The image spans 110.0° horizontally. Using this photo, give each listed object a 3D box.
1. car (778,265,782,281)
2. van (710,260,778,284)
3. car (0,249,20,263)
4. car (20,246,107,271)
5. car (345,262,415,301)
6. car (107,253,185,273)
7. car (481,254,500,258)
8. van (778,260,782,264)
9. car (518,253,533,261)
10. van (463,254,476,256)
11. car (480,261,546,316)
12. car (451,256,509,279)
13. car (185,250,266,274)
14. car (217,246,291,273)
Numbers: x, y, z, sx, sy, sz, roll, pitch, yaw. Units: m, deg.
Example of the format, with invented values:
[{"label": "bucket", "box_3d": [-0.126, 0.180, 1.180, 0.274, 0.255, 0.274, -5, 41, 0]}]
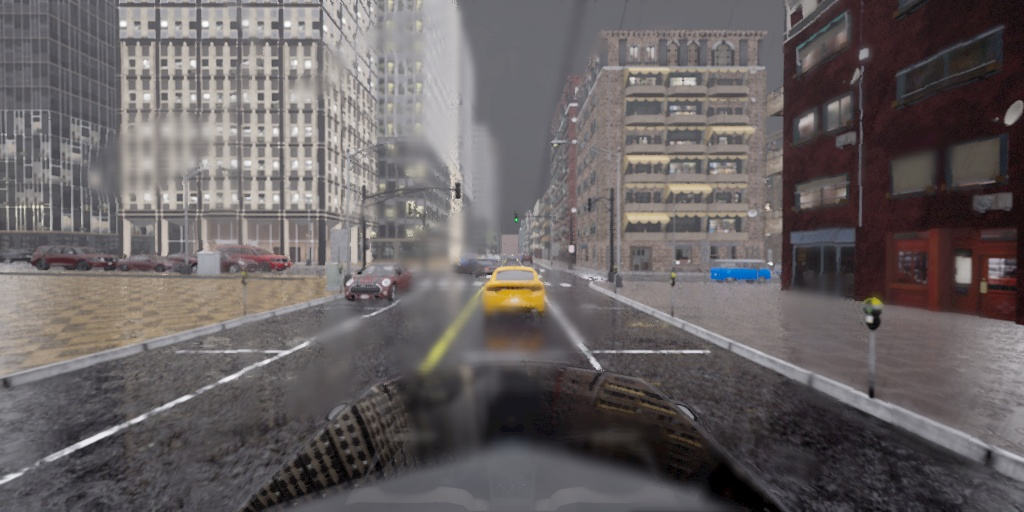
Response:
[{"label": "car", "box_3d": [22.451, 1.498, 26.756, 4.313, 1.339, 1.948, 0, 0, 0]}, {"label": "van", "box_3d": [16.911, 1.168, 26.573, 3.998, 1.789, 1.690, 0, 0, 0]}, {"label": "car", "box_3d": [-49.107, 0.011, 34.923, 4.313, 1.339, 1.948, 0, 0, 0]}, {"label": "car", "box_3d": [-32.297, 0.192, 26.585, 5.009, 1.841, 2.192, 0, 0, 0]}, {"label": "car", "box_3d": [-5.691, 1.027, 15.851, 1.967, 1.591, 4.097, 0, 0, 0]}, {"label": "car", "box_3d": [-26.723, 0.567, 26.599, 4.207, 1.307, 1.802, 0, 0, 0]}, {"label": "car", "box_3d": [-3.076, 0.711, 51.710, 1.812, 1.442, 4.674, 0, 1, 0]}, {"label": "van", "box_3d": [27.918, 1.270, 35.118, 3.998, 1.789, 1.690, 0, 0, 0]}, {"label": "car", "box_3d": [2.687, 0.355, 64.977, 2.192, 1.841, 5.009, 0, 0, 0]}, {"label": "van", "box_3d": [-5.692, 0.563, 48.323, 1.690, 1.789, 3.998, 0, 0, 0]}, {"label": "car", "box_3d": [0.098, 1.101, 12.662, 1.882, 1.535, 5.008, 0, 1, 0]}, {"label": "car", "box_3d": [-2.810, 0.973, 28.229, 2.033, 1.411, 5.357, 1, 1, -36]}, {"label": "car", "box_3d": [-21.148, 0.532, 26.613, 4.097, 1.591, 1.967, 0, 0, 0]}, {"label": "car", "box_3d": [-21.158, 0.279, 29.190, 5.566, 2.045, 2.150, 1, 1, 0]}]
